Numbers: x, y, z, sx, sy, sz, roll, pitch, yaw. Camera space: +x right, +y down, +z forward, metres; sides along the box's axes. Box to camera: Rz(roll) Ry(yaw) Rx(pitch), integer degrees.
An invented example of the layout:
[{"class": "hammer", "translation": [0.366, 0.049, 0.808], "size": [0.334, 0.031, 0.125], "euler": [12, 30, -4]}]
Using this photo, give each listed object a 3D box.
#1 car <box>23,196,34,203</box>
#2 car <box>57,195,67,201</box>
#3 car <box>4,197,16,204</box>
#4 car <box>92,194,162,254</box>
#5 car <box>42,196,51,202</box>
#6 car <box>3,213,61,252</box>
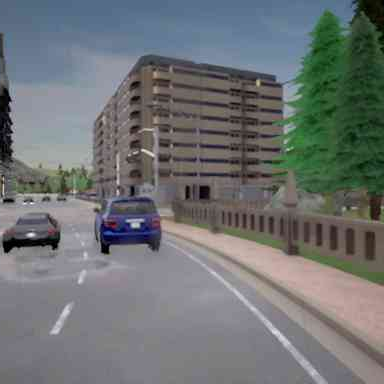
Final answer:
[{"class": "car", "translation": [-34.806, 1.593, 70.825], "size": [1.837, 1.490, 4.892], "euler": [0, 0, -23]}, {"class": "car", "translation": [-32.261, 1.622, 82.572], "size": [1.994, 1.385, 4.181], "euler": [0, 0, -23]}, {"class": "car", "translation": [-38.006, 1.703, 69.407], "size": [1.895, 1.301, 4.718], "euler": [0, 0, -23]}, {"class": "car", "translation": [-2.787, 1.222, 13.789], "size": [2.150, 2.045, 5.566], "euler": [0, 0, -19]}, {"class": "car", "translation": [-35.428, 1.612, 81.076], "size": [2.128, 1.511, 4.902], "euler": [0, 0, -23]}, {"class": "car", "translation": [-6.710, 1.580, 14.267], "size": [1.994, 1.385, 4.181], "euler": [0, 0, -21]}]
